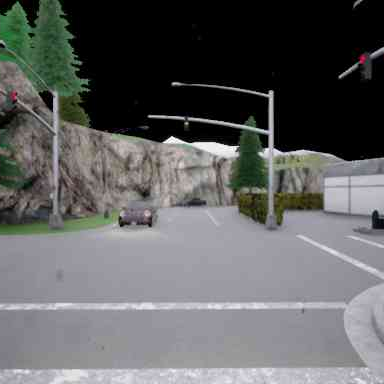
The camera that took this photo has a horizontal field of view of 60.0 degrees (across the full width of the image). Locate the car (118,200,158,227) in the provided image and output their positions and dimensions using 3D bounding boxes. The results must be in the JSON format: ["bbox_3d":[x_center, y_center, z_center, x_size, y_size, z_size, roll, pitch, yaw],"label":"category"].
[{"bbox_3d":[-3.535,1.335,22.425,2.097,1.767,4.553,0,0,0],"label":"car"}]

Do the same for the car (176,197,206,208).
[{"bbox_3d":[-0.104,1.482,48.370,4.674,1.442,1.812,0,-1,-36],"label":"car"}]
